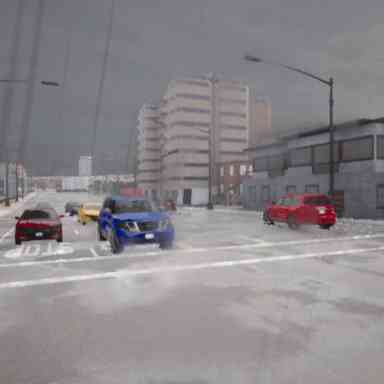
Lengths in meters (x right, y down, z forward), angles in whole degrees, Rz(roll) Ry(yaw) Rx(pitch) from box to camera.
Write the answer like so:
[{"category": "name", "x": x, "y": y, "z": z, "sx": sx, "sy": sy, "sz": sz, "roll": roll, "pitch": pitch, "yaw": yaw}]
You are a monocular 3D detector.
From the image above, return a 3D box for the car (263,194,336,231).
[{"category": "car", "x": 6.280, "y": 1.180, "z": 20.063, "sx": 2.150, "sy": 2.045, "sz": 5.566, "roll": 1, "pitch": -1, "yaw": -11}]

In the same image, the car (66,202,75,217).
[{"category": "car", "x": -11.733, "y": 1.849, "z": 34.793, "sx": 1.994, "sy": 1.385, "sz": 4.181, "roll": 0, "pitch": -1, "yaw": -24}]

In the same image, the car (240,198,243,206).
[{"category": "car", "x": 9.210, "y": 1.408, "z": 51.922, "sx": 1.970, "sy": 1.475, "sz": 3.806, "roll": 0, "pitch": -1, "yaw": -24}]

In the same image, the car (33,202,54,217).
[{"category": "car", "x": -16.822, "y": 1.943, "z": 37.686, "sx": 2.033, "sy": 1.411, "sz": 5.357, "roll": 0, "pitch": -1, "yaw": -24}]

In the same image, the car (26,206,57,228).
[{"category": "car", "x": -11.054, "y": 1.734, "z": 24.522, "sx": 1.895, "sy": 1.301, "sz": 4.718, "roll": 0, "pitch": -1, "yaw": -24}]

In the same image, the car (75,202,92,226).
[{"category": "car", "x": -7.360, "y": 1.569, "z": 24.811, "sx": 1.882, "sy": 1.535, "sz": 5.008, "roll": 0, "pitch": -1, "yaw": -24}]

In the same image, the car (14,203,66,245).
[{"category": "car", "x": -7.293, "y": 1.499, "z": 15.969, "sx": 1.882, "sy": 1.535, "sz": 5.008, "roll": 0, "pitch": 0, "yaw": -24}]

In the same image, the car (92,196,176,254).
[{"category": "car", "x": -2.556, "y": 1.190, "z": 13.886, "sx": 2.150, "sy": 2.045, "sz": 5.566, "roll": 0, "pitch": -1, "yaw": -24}]

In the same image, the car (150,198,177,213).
[{"category": "car", "x": -3.706, "y": 1.643, "z": 42.847, "sx": 2.097, "sy": 1.767, "sz": 4.553, "roll": 0, "pitch": -1, "yaw": -24}]
